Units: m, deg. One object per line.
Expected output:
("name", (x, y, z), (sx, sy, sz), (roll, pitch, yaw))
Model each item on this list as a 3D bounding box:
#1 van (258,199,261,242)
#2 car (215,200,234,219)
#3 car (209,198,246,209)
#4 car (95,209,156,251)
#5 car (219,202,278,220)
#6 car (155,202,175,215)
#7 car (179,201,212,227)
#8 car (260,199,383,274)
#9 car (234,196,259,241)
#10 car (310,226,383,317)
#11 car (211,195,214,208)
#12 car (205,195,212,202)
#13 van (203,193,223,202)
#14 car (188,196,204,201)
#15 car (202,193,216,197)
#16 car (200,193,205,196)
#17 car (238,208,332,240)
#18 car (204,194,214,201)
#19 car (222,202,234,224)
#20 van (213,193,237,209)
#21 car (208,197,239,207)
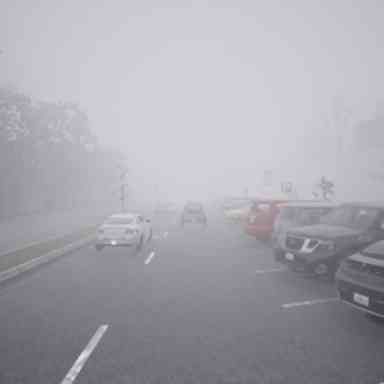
("van", (4.970, 1.366, 12.260), (4.442, 1.987, 1.878), (1, 0, -20))
("car", (4.910, 1.669, 27.157), (5.366, 1.575, 1.946), (1, 0, -20))
("car", (5.117, 1.636, 48.130), (4.792, 1.488, 2.163), (1, 0, -20))
("car", (-2.894, 1.648, 14.617), (1.812, 1.442, 4.674), (0, 0, 0))
("car", (5.110, 1.710, 30.226), (4.792, 1.488, 2.163), (1, 0, -20))
("car", (-2.884, 1.778, 36.504), (1.895, 1.301, 4.718), (0, 0, 0))
("car", (0.111, 1.669, 24.377), (2.128, 1.511, 4.902), (0, 0, 0))
("car", (5.053, 1.317, 9.307), (5.566, 2.045, 2.435), (1, 0, -20))
("car", (5.106, 1.367, 15.303), (5.566, 2.045, 2.435), (1, -1, -20))
("car", (5.067, 1.545, 6.336), (4.892, 1.521, 2.231), (1, -1, -20))
("car", (5.060, 1.533, 39.158), (4.553, 1.767, 2.185), (1, 0, -20))
("car", (4.916, 1.620, 45.068), (5.366, 1.575, 1.946), (1, 1, -20))
("van", (4.999, 1.300, 80.879), (4.442, 1.987, 1.878), (1, 0, -20))
("car", (0.117, 1.643, 41.836), (2.128, 1.511, 4.902), (0, 0, 0))
("car", (5.107, 1.540, 63.023), (4.892, 1.521, 2.231), (1, 0, -20))
("car", (5.128, 1.280, 66.024), (5.566, 2.045, 2.435), (1, 0, -20))
("car", (5.074, 1.677, 18.272), (4.674, 1.452, 2.002), (1, -1, -20))
("car", (4.919, 1.582, 51.034), (5.366, 1.575, 1.946), (1, 1, -20))
("car", (5.053, 1.697, 24.229), (4.792, 1.488, 2.163), (1, 0, -20))
("van", (4.981, 1.444, 36.130), (4.442, 1.987, 1.878), (1, 1, -20))
("car", (5.089, 1.612, 54.083), (4.674, 1.452, 2.002), (1, 0, -20))
